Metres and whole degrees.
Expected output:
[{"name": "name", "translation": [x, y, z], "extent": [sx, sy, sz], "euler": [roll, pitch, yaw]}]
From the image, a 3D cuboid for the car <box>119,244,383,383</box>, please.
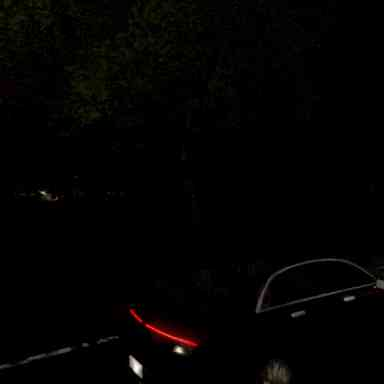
[{"name": "car", "translation": [1.412, 1.526, 4.799], "extent": [4.892, 1.490, 1.837], "euler": [0, 0, -35]}]
